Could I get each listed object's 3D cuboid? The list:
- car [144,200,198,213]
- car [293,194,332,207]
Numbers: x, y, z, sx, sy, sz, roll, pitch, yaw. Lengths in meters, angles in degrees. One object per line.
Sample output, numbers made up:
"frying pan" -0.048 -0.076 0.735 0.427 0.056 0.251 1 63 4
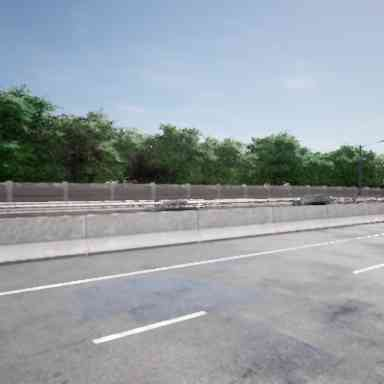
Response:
"car" -1.756 1.483 28.520 4.892 1.490 1.837 0 0 -35
"car" 14.555 1.246 40.023 5.566 2.045 2.150 0 0 -35
